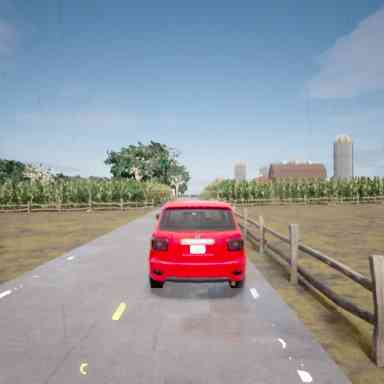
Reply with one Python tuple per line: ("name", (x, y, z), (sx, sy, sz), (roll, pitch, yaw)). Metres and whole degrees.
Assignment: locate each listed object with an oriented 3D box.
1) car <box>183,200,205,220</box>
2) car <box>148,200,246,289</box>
("car", (0.157, 1.482, 29.167), (1.837, 1.490, 4.892), (0, 0, 0))
("car", (0.117, 1.221, 9.288), (2.150, 2.045, 5.566), (0, 0, 0))
